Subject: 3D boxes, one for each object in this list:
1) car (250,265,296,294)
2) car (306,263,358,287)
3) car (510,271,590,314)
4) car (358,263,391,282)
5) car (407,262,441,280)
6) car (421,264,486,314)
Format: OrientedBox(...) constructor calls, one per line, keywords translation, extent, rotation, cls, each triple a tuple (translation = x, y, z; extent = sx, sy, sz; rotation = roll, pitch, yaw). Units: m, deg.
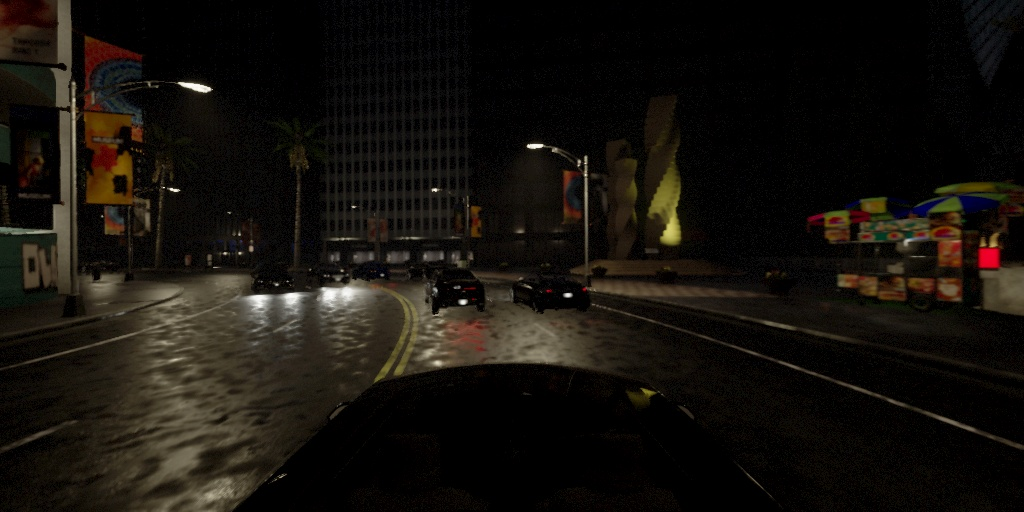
OrientedBox(translation=(-14.030, 1.290, 21.008), extent=(1.837, 1.490, 4.892), rotation=(0, 0, -38), cls="car")
OrientedBox(translation=(-12.909, 1.258, 25.094), extent=(2.128, 1.511, 4.902), rotation=(0, 0, -42), cls="car")
OrientedBox(translation=(1.304, 1.271, 13.853), extent=(1.994, 1.385, 4.181), rotation=(0, 0, -16), cls="car")
OrientedBox(translation=(-11.384, 1.272, 28.897), extent=(1.812, 1.442, 4.674), rotation=(0, 0, -42), cls="car")
OrientedBox(translation=(-6.886, 1.222, 29.027), extent=(1.837, 1.490, 4.892), rotation=(0, 0, -39), cls="car")
OrientedBox(translation=(-2.334, 1.235, 13.939), extent=(1.837, 1.490, 4.892), rotation=(0, 0, -18), cls="car")
